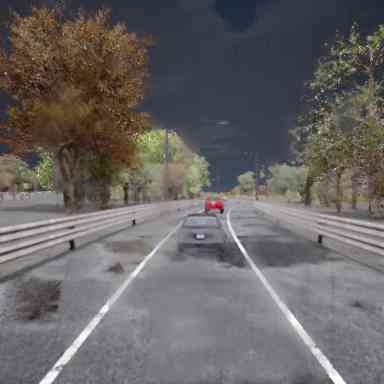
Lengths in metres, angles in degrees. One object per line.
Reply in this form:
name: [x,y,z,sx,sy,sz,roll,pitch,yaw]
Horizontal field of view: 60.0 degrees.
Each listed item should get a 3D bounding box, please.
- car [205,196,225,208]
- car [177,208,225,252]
car: [2.854,1.486,41.217,2.150,2.045,5.566,0,0,8]
car: [0.434,1.633,14.292,2.033,1.411,5.357,0,0,3]
